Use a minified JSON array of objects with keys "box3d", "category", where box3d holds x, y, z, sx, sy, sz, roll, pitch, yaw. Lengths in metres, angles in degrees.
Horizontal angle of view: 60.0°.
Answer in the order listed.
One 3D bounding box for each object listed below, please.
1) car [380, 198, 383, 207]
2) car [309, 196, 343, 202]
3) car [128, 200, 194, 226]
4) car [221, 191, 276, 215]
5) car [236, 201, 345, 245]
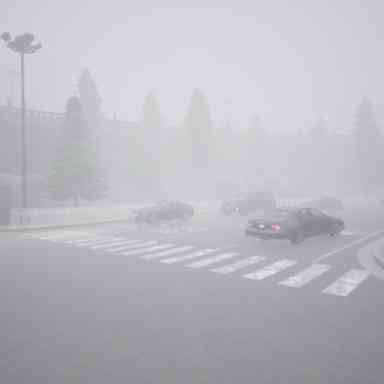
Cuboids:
[{"box3d":[23.185,0.783,36.596,4.553,1.767,2.097,-1,0,-5],"category":"car"},{"box3d":[13.376,1.121,33.975,4.181,1.385,1.994,-1,0,-22],"category":"car"},{"box3d":[-1.947,1.300,22.057,2.128,1.511,4.902,0,1,43],"category":"car"},{"box3d":[5.017,0.904,29.041,5.566,2.045,2.150,-1,1,-39],"category":"car"},{"box3d":[4.597,1.335,14.450,5.357,1.411,2.033,-1,0,-40],"category":"car"}]
